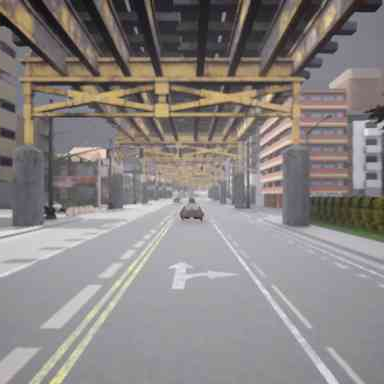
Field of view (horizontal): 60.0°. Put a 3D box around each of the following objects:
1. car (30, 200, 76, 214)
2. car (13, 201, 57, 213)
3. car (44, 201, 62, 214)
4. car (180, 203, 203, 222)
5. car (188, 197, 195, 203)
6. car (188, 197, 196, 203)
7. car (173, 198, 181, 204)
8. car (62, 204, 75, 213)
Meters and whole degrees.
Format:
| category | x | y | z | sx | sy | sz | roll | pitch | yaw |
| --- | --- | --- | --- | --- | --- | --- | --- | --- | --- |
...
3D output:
| category | x | y | z | sx | sy | sz | roll | pitch | yaw |
| --- | --- | --- | --- | --- | --- | --- | --- | --- | --- |
| car | -16.783 | 1.828 | 40.466 | 4.974 | 1.542 | 2.038 | 0 | -1 | -20 |
| car | -17.154 | 1.632 | 36.330 | 4.536 | 1.218 | 1.853 | 0 | -1 | 25 |
| car | -17.107 | 1.790 | 36.307 | 4.974 | 1.542 | 2.038 | 0 | -1 | 25 |
| car | -0.011 | 1.872 | 29.099 | 1.895 | 1.301 | 4.718 | 0 | 0 | 0 |
| car | -0.048 | 2.197 | 93.211 | 1.837 | 1.490 | 4.892 | 0 | 0 | 0 |
| car | -0.042 | 2.175 | 81.546 | 1.882 | 1.535 | 5.008 | 0 | 0 | 0 |
| car | -3.541 | 2.191 | 80.285 | 1.837 | 1.490 | 4.892 | 0 | 0 | 0 |
| car | -16.831 | 1.671 | 40.449 | 4.536 | 1.218 | 1.853 | 0 | -1 | -20 |
